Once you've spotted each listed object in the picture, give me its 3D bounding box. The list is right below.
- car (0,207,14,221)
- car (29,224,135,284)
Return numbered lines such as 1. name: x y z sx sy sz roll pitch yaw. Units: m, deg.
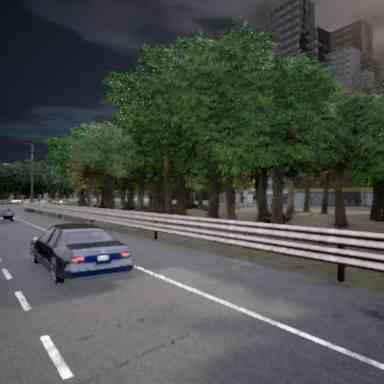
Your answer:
1. car: -17.679 1.995 30.541 1.895 1.301 4.718 1 -1 -35
2. car: -3.595 1.685 10.196 2.033 1.411 5.357 1 -1 -35
